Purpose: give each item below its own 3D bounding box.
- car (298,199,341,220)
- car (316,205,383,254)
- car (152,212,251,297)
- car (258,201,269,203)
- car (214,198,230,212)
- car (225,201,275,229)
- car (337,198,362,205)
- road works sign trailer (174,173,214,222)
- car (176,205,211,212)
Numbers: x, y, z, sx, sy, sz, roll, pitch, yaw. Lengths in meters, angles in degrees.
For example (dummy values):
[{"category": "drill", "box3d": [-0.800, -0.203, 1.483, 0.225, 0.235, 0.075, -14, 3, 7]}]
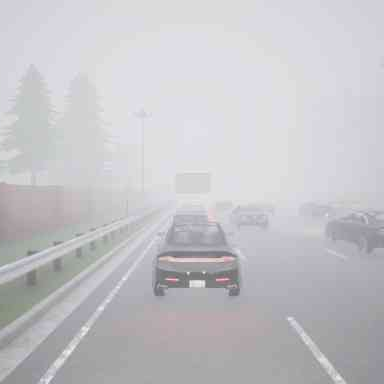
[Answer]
[{"category": "car", "box3d": [10.594, 1.507, 28.501, 1.837, 1.490, 4.892, 0, 1, 0]}, {"category": "car", "box3d": [7.097, 1.491, 13.445, 2.128, 1.511, 4.902, 0, 0, 0]}, {"category": "car", "box3d": [0.098, 1.491, 8.595, 2.128, 1.511, 4.902, 0, 0, 0]}, {"category": "car", "box3d": [7.092, 1.563, 33.939, 1.994, 1.385, 4.181, 0, 0, 0]}, {"category": "car", "box3d": [3.591, 1.478, 38.391, 1.882, 1.535, 5.008, 0, 0, 0]}, {"category": "car", "box3d": [3.595, 1.547, 21.618, 2.033, 1.411, 5.357, 0, 0, 0]}, {"category": "car", "box3d": [14.091, 1.354, 31.121, 2.097, 1.767, 4.553, 0, 0, 0]}, {"category": "road works sign trailer", "box3d": [0.062, 0.464, 22.955, 2.380, 3.560, 2.880, 0, 0, -1]}, {"category": "car", "box3d": [0.047, 1.474, 19.035, 1.882, 1.535, 5.008, 0, 0, 5]}]
